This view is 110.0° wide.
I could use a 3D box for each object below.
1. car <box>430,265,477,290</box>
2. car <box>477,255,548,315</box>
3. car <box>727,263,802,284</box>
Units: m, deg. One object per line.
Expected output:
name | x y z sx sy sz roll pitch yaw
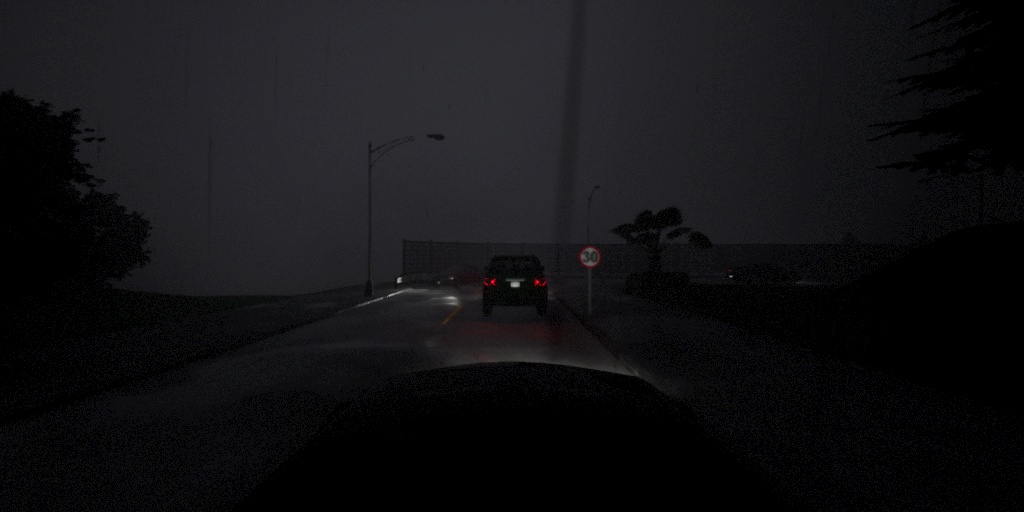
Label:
car | -3.304 1.287 23.125 1.812 1.442 4.674 -1 0 26
car | 0.097 0.976 13.644 2.150 2.045 5.566 0 0 0
car | 18.549 1.266 26.400 4.892 1.490 1.837 0 0 1
